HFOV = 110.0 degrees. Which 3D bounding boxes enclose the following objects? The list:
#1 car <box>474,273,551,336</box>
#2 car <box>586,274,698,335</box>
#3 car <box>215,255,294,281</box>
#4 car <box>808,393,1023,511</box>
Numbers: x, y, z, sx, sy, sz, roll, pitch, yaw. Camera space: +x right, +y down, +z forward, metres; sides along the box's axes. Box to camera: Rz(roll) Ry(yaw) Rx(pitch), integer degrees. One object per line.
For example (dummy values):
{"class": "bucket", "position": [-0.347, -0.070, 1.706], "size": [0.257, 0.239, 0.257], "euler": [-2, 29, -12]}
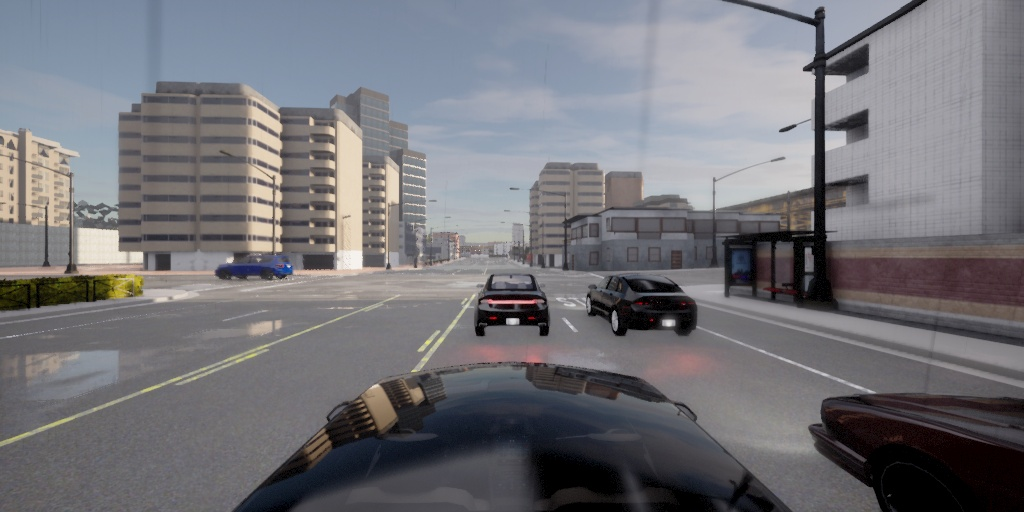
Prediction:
{"class": "car", "position": [-0.020, 1.241, 10.379], "size": [2.128, 1.511, 4.902], "euler": [0, 0, -1]}
{"class": "car", "position": [3.478, 1.254, 10.456], "size": [1.837, 1.490, 4.892], "euler": [0, 0, -1]}
{"class": "car", "position": [-21.189, 0.971, 29.673], "size": [5.566, 2.045, 2.150], "euler": [0, 0, -2]}
{"class": "car", "position": [3.586, 1.298, 0.708], "size": [2.033, 1.411, 5.357], "euler": [0, 0, 0]}
